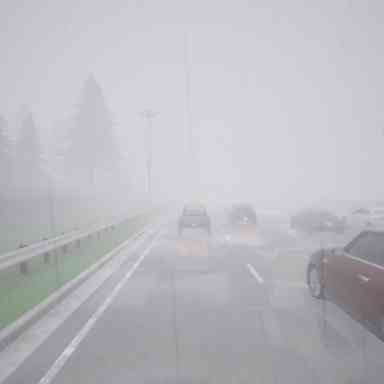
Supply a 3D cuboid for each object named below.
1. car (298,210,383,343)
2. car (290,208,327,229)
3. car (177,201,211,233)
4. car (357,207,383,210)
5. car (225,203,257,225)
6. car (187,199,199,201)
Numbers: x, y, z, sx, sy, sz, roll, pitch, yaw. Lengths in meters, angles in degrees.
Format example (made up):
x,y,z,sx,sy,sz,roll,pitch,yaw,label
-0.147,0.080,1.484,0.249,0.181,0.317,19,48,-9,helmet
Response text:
x,y,z,sx,sy,sz,roll,pitch,yaw,label
3.607,1.371,5.598,2.097,1.767,4.553,0,0,0,car
7.128,1.620,19.353,1.994,1.385,4.181,0,0,0,car
0.130,1.538,19.956,2.128,1.511,4.902,0,0,0,car
10.617,1.588,19.695,1.812,1.442,4.674,0,0,0,car
3.639,1.568,24.972,1.837,1.490,4.892,0,0,0,car
0.163,1.567,38.804,1.882,1.535,5.008,0,0,0,car
